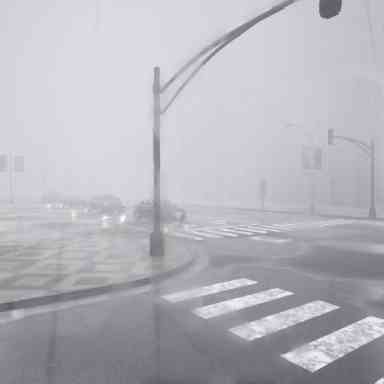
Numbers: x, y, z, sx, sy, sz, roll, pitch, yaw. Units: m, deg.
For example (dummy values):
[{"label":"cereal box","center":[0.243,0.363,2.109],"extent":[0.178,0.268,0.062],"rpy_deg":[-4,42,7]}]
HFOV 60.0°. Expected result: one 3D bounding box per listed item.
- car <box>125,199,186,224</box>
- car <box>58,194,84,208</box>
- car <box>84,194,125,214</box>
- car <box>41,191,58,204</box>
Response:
[{"label":"car","center":[-2.272,1.243,22.351],"extent":[2.128,1.511,4.902],"rpy_deg":[0,1,-36]},{"label":"car","center":[-13.344,1.082,37.742],"extent":[1.895,1.301,4.718],"rpy_deg":[0,1,-36]},{"label":"car","center":[-7.707,0.972,29.901],"extent":[2.097,1.767,4.553],"rpy_deg":[0,1,-36]},{"label":"car","center":[-19.533,0.674,46.397],"extent":[2.097,1.767,4.553],"rpy_deg":[0,1,-35]}]
